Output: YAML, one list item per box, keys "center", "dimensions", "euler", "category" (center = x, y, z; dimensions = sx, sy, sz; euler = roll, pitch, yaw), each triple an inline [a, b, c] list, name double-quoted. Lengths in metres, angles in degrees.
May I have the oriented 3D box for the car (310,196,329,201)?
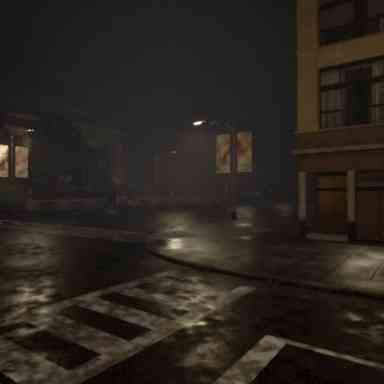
- center: [34.104, 1.659, 88.886]
  dimensions: [4.718, 1.301, 1.895]
  euler: [0, 0, -25]
  category: "car"

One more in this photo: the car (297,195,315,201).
- center: [29.248, 1.591, 85.843]
  dimensions: [4.674, 1.452, 2.002]
  euler: [0, 0, -35]
  category: "car"
